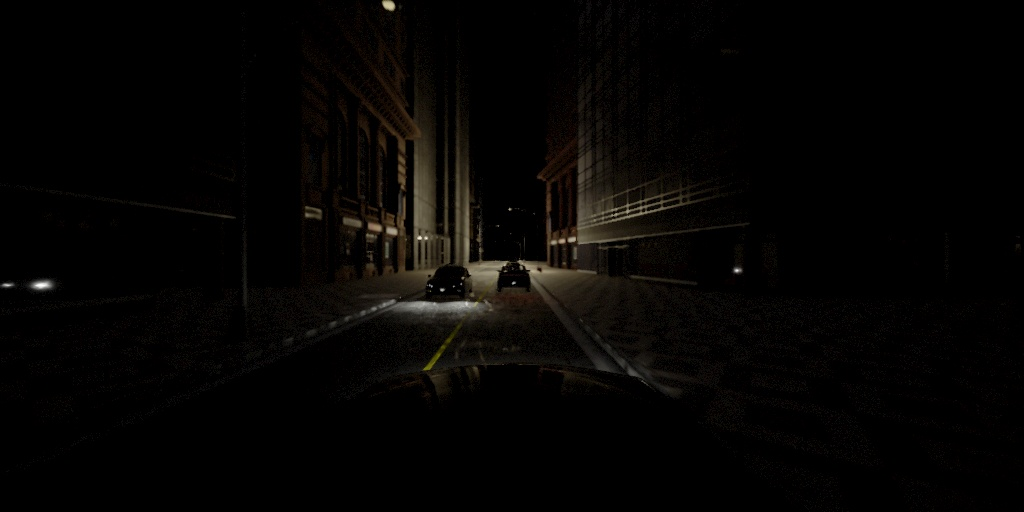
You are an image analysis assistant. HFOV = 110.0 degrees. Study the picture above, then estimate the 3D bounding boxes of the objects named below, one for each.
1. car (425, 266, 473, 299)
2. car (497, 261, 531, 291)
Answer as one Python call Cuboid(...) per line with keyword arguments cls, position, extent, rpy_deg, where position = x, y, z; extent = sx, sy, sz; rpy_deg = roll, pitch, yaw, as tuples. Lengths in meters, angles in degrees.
Cuboid(cls="car", position=(-3.082, 1.259, 18.320), extent=(1.837, 1.490, 4.892), rpy_deg=(0, 0, 0))
Cuboid(cls="car", position=(0.103, 1.247, 21.790), extent=(2.128, 1.511, 4.902), rpy_deg=(0, 0, 0))
